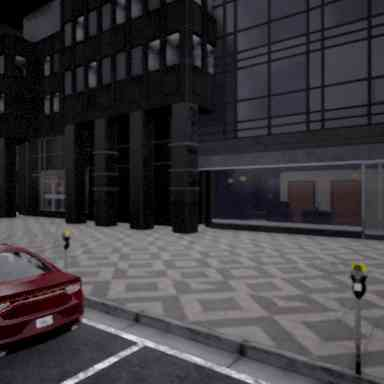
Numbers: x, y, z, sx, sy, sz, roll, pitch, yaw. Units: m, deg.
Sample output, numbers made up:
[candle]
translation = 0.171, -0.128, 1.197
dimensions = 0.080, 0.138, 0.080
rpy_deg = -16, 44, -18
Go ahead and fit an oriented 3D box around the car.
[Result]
[car]
translation = -3.731, 1.551, 5.620
dimensions = 4.507, 1.381, 1.887
rpy_deg = 0, 0, 35
